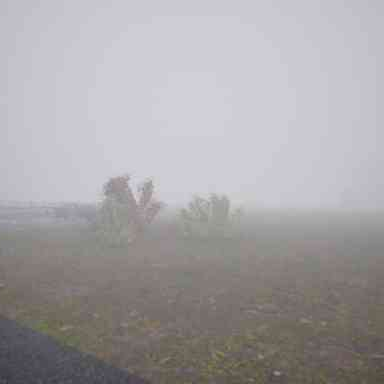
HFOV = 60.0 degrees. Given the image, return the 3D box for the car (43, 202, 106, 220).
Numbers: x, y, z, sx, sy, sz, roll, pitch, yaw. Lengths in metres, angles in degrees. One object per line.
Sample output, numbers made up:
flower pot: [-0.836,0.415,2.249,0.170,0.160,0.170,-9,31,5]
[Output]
car: [-10.766,1.709,30.889,2.033,1.411,5.357,-1,-1,36]

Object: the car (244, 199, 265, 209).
car: [10.158,1.929,53.737,1.882,1.535,5.008,-1,-1,37]

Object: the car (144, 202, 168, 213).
car: [-4.816,1.778,39.151,1.837,1.490,4.892,-1,-1,36]

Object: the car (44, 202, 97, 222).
car: [-8.997,1.584,27.125,2.128,1.511,4.902,-1,-1,37]

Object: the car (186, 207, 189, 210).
car: [1.223,1.987,47.519,1.895,1.301,4.718,-1,-1,36]
